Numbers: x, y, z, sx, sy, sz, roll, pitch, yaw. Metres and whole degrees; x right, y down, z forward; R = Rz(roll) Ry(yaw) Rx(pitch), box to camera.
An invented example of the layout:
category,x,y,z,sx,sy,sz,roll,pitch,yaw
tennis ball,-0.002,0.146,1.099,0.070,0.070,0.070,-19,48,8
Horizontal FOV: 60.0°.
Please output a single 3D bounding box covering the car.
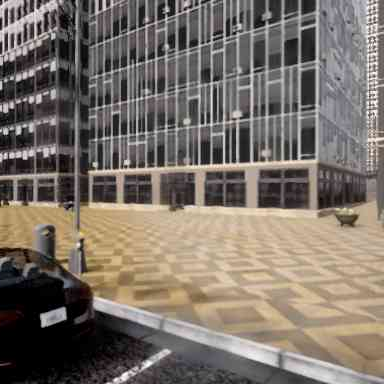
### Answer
category,x,y,z,sx,sy,sz,roll,pitch,yaw
car,-3.381,1.565,5.283,4.313,1.339,1.947,0,0,36
